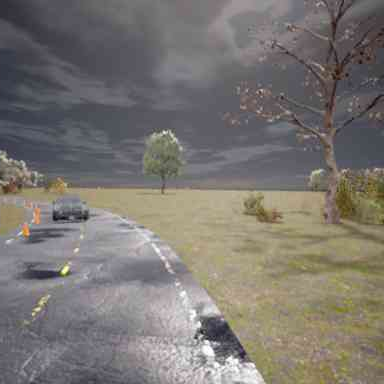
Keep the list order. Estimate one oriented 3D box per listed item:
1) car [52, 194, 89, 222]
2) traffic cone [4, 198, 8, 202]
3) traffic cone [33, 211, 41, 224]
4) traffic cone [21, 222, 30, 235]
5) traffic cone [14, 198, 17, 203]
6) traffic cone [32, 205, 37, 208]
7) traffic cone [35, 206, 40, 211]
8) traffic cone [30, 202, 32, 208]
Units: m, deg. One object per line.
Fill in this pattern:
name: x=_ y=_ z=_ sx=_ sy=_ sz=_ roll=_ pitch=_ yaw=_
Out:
car: x=-8.136 y=0.935 z=22.170 sx=2.097 sy=1.767 sz=4.553 roll=0 pitch=1 yaw=-23
traffic cone: x=-24.781 y=0.975 z=44.270 sx=0.340 sy=0.580 sz=0.340 roll=0 pitch=1 yaw=-43
traffic cone: x=-9.300 y=1.573 z=19.900 sx=0.340 sy=0.580 sz=0.340 roll=0 pitch=1 yaw=-21
traffic cone: x=-7.675 y=1.664 z=15.340 sx=0.340 sy=0.580 sz=0.340 roll=0 pitch=1 yaw=-18
traffic cone: x=-21.568 y=1.080 z=40.649 sx=0.340 sy=0.580 sz=0.340 roll=0 pitch=1 yaw=-40
traffic cone: x=-13.404 y=1.383 z=28.663 sx=0.340 sy=0.580 sz=0.340 roll=0 pitch=1 yaw=-29
traffic cone: x=-11.211 y=1.479 z=24.347 sx=0.340 sy=0.580 sz=0.340 roll=0 pitch=1 yaw=-25
traffic cone: x=-15.868 y=1.285 z=32.830 sx=0.340 sy=0.580 sz=0.340 roll=0 pitch=1 yaw=-32
